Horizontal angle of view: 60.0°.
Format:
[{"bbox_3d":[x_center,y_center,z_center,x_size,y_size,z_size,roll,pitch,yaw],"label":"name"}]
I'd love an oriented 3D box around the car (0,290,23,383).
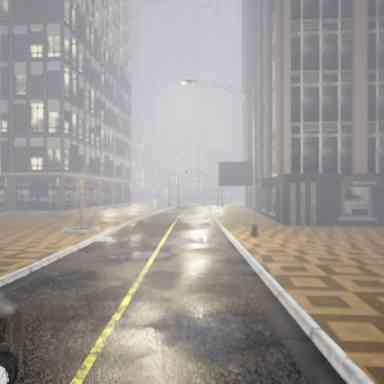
[{"bbox_3d":[-2.748,1.513,1.700,1.837,1.490,4.892,0,0,0],"label":"car"}]
